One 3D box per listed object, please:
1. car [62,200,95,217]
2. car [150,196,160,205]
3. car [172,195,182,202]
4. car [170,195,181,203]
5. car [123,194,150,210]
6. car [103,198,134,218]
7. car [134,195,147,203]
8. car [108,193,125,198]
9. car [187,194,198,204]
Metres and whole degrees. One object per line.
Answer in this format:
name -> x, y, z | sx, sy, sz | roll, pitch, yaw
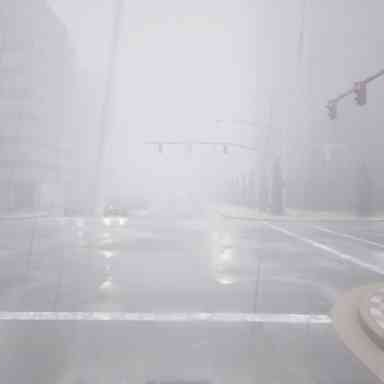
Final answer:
car -> -10.554, 1.504, 31.358 | 1.837, 1.490, 4.892 | 0, 0, 0
car -> -6.978, 1.524, 60.846 | 1.812, 1.442, 4.674 | 0, 0, 0
car -> -3.388, 1.493, 76.045 | 2.128, 1.511, 4.902 | 0, 0, 0
car -> -3.402, 1.504, 66.718 | 1.837, 1.490, 4.892 | 0, 0, 0
car -> -7.035, 1.353, 42.793 | 2.097, 1.767, 4.553 | 0, 0, 0
car -> -6.745, 1.564, 30.075 | 1.994, 1.385, 4.181 | 0, 0, -4
car -> -10.416, 1.477, 67.257 | 1.882, 1.535, 5.008 | 0, 0, 0
car -> -10.528, 1.217, 47.328 | 2.150, 2.045, 5.566 | 0, 0, 0
car -> 0.097, 1.547, 66.143 | 2.033, 1.411, 5.357 | 0, 0, 0
